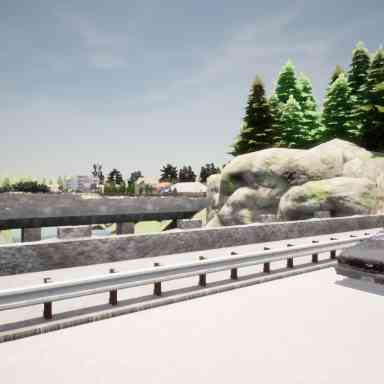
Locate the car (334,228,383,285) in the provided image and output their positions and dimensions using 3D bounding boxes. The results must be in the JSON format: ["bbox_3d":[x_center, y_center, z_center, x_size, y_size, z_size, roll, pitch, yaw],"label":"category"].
[{"bbox_3d":[6.078,1.547,8.942,5.357,1.411,2.033,0,0,-36],"label":"car"}]
